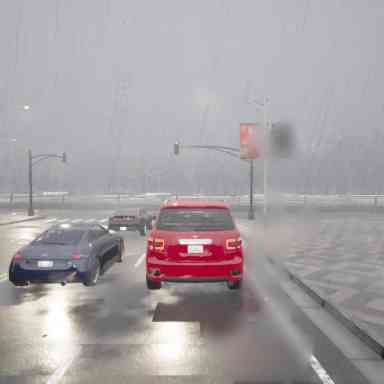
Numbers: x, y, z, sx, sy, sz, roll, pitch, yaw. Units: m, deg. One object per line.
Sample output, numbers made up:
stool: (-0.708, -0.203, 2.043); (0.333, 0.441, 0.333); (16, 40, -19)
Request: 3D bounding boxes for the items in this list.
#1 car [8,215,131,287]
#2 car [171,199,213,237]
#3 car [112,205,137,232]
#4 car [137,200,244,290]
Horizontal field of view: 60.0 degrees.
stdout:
car: (-3.216, 1.559, 9.365); (1.994, 1.385, 4.181); (0, 0, 1)
car: (-0.024, 1.343, 18.813); (2.097, 1.767, 4.553); (0, 0, 0)
car: (-3.275, 1.495, 18.267); (1.837, 1.490, 4.892); (0, 0, 0)
car: (0.044, 1.217, 9.223); (2.150, 2.045, 5.566); (0, 0, -1)
